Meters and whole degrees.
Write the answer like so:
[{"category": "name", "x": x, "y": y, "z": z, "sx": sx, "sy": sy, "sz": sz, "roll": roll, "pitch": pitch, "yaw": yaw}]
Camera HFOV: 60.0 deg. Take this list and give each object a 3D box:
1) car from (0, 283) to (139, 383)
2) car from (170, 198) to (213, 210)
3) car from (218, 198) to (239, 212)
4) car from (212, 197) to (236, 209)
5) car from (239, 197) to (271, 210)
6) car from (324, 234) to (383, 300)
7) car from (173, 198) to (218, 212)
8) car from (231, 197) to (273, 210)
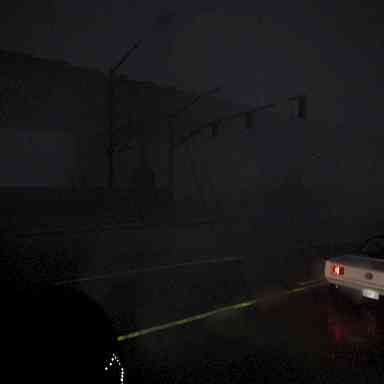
[{"category": "car", "x": -3.019, "y": 1.221, "z": 1.596, "sx": 5.566, "sy": 2.045, "sz": 2.150, "roll": 0, "pitch": 0, "yaw": -35}, {"category": "car", "x": -0.014, "y": 1.295, "z": 36.389, "sx": 4.536, "sy": 1.218, "sz": 1.853, "roll": 0, "pitch": 0, "yaw": 8}, {"category": "car", "x": 3.780, "y": 1.453, "z": 39.069, "sx": 2.038, "sy": 1.542, "sz": 4.974, "roll": 0, "pitch": 0, "yaw": 18}, {"category": "car", "x": 3.796, "y": 1.295, "z": 39.118, "sx": 1.853, "sy": 1.218, "sz": 4.536, "roll": 0, "pitch": 0, "yaw": 18}, {"category": "car", "x": 7.637, "y": 1.295, "z": 42.824, "sx": 4.536, "sy": 1.218, "sz": 1.853, "roll": 0, "pitch": 0, "yaw": -7}, {"category": "car", "x": 5.125, "y": 1.601, "z": 7.437, "sx": 4.718, "sy": 1.301, "sz": 1.895, "roll": 0, "pitch": 0, "yaw": -35}, {"category": "car", "x": 0.037, "y": 1.453, "z": 36.382, "sx": 4.974, "sy": 1.542, "sz": 2.038, "roll": 0, "pitch": 0, "yaw": 8}, {"category": "car", "x": 7.688, "y": 1.453, "z": 42.831, "sx": 4.974, "sy": 1.542, "sz": 2.038, "roll": 0, "pitch": 0, "yaw": -7}]
